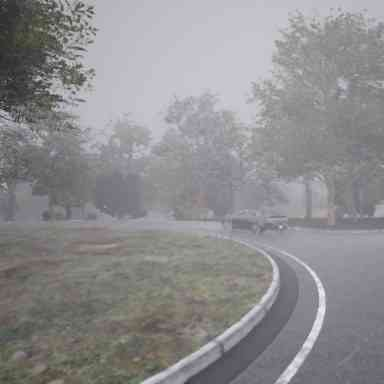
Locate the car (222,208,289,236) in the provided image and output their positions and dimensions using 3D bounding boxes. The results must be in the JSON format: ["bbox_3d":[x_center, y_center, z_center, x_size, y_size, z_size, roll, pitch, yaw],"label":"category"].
[{"bbox_3d":[3.765,1.772,20.623,2.128,1.511,4.902,0,-1,-29],"label":"car"}]
